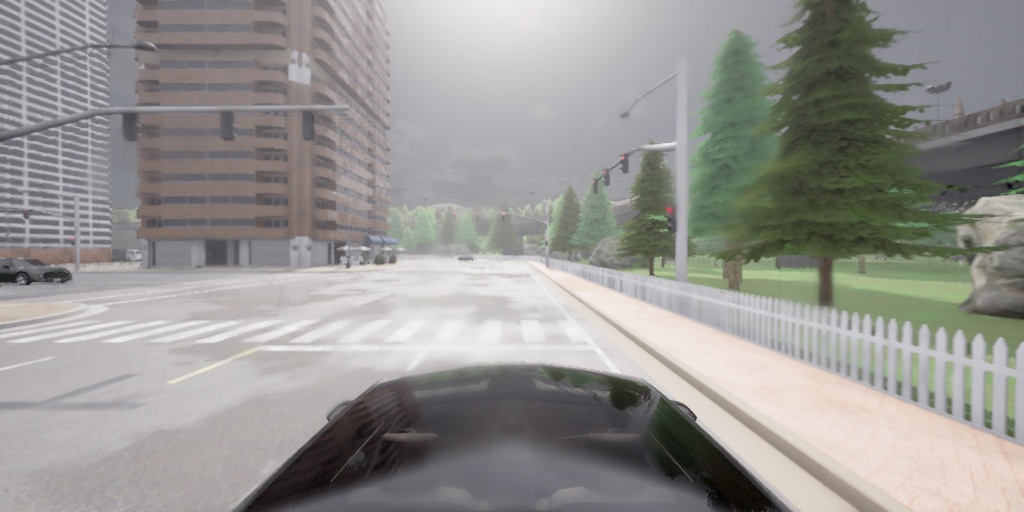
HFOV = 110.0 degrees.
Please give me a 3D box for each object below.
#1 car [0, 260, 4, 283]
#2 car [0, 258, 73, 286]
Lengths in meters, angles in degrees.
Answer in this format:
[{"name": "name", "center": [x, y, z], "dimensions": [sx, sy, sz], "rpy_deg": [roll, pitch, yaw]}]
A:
[{"name": "car", "center": [-30.558, 1.102, 18.836], "dimensions": [4.892, 1.490, 1.837], "rpy_deg": [0, 1, 0]}, {"name": "car", "center": [-30.560, 0.903, 22.334], "dimensions": [4.553, 1.767, 2.097], "rpy_deg": [0, 1, 0]}]
